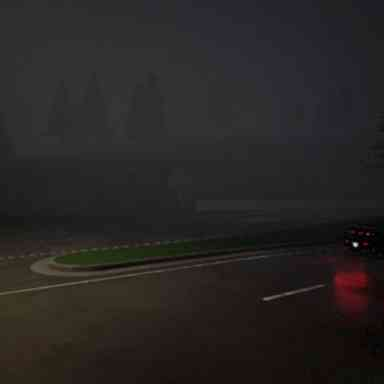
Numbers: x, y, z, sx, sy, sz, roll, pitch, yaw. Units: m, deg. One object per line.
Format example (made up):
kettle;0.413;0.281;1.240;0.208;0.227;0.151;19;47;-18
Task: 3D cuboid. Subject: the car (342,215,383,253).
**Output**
car;8.076;1.634;12.848;4.892;1.490;1.837;0;0;-23
